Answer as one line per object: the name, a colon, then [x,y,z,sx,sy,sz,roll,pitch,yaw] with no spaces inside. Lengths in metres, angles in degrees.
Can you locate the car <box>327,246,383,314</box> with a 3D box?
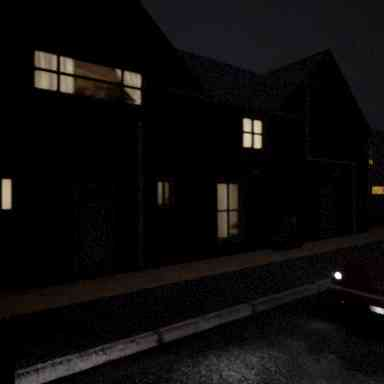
car: [4.720,1.518,6.523,4.718,1.301,1.895,-1,0,-36]

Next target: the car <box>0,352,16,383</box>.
car: [-3.105,1.549,0.810,4.892,1.490,1.837,-1,0,-36]
